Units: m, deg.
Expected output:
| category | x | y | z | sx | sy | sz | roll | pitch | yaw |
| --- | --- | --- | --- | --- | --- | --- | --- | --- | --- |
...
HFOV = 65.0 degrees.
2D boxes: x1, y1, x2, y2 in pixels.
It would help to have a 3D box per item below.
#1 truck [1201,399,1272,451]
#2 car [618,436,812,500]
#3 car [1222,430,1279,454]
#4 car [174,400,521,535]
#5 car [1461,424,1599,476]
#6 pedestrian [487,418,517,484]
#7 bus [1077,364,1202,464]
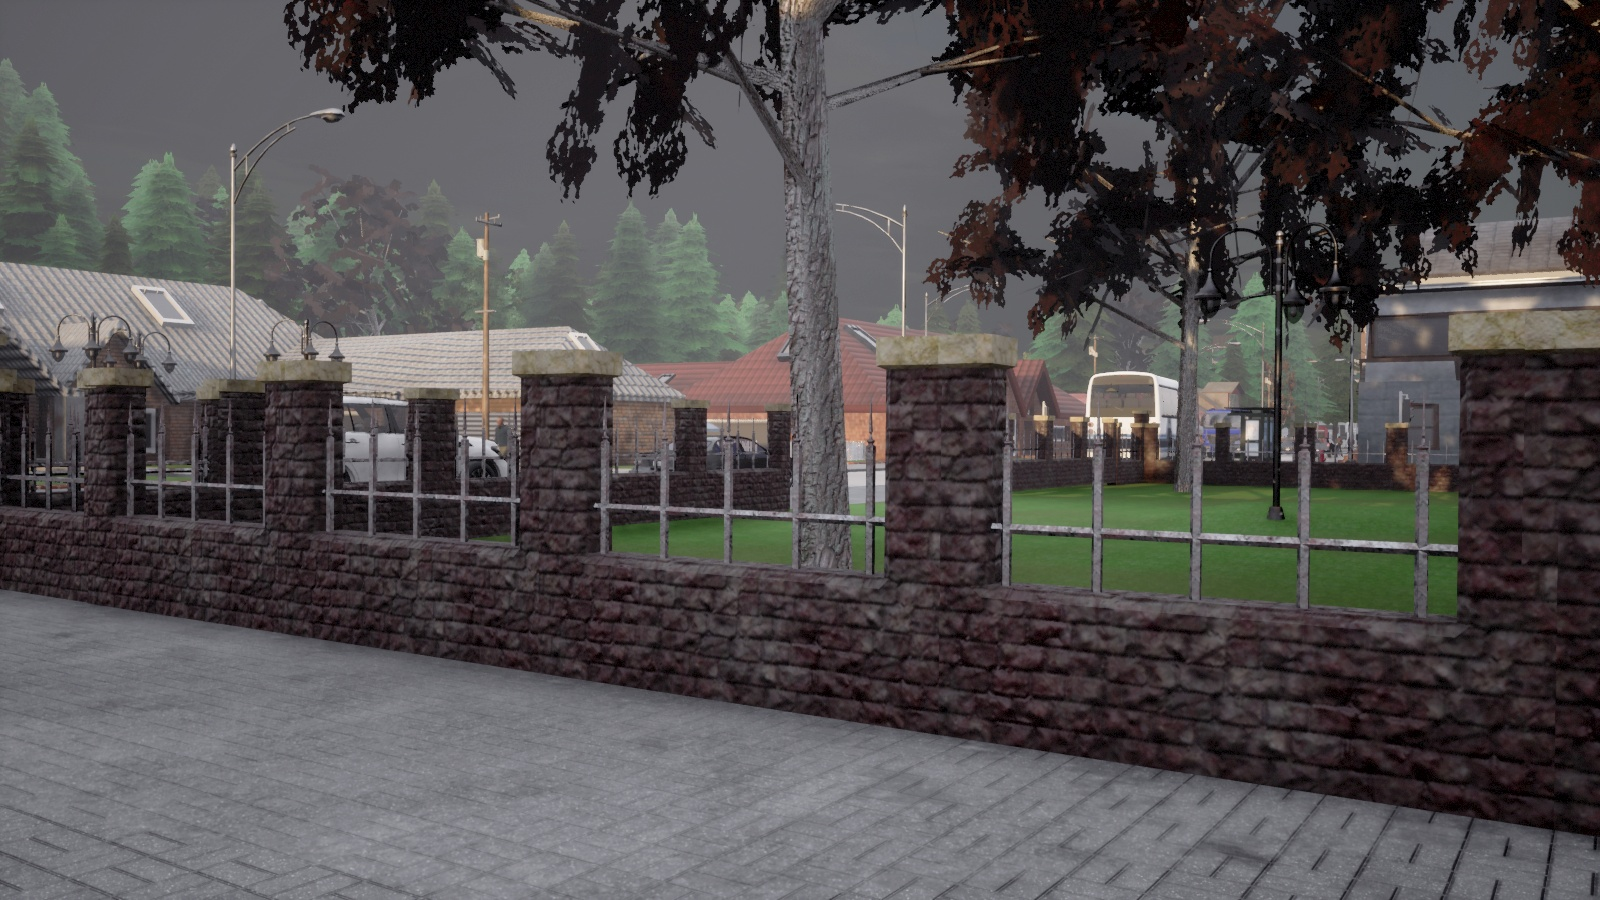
| category | x | y | z | sx | sy | sz | roll | pitch | yaw |
| --- | --- | --- | --- | --- | --- | --- | --- | --- | --- |
| truck | 30.727 | -1.733 | 88.221 | 2.891 | 3.462 | 7.936 | 0 | 1 | 33 |
| car | -1.944 | 0.375 | 30.879 | 2.033 | 1.411 | 5.357 | 0 | 1 | 31 |
| car | 27.018 | -0.493 | 75.252 | 2.033 | 1.411 | 5.357 | 0 | 1 | 33 |
| car | -7.683 | 0.219 | 22.017 | 2.150 | 2.045 | 5.566 | 0 | 1 | 32 |
| car | 23.066 | -0.023 | 38.337 | 5.008 | 1.535 | 1.882 | 0 | 1 | 30 |
| pedestrian | -8.459 | 0.031 | 35.609 | 0.402 | 1.842 | 0.726 | 0 | 1 | 35 |
| bus | 16.158 | -1.598 | 59.043 | 3.944 | 4.253 | 10.273 | -1 | 1 | 25 |
